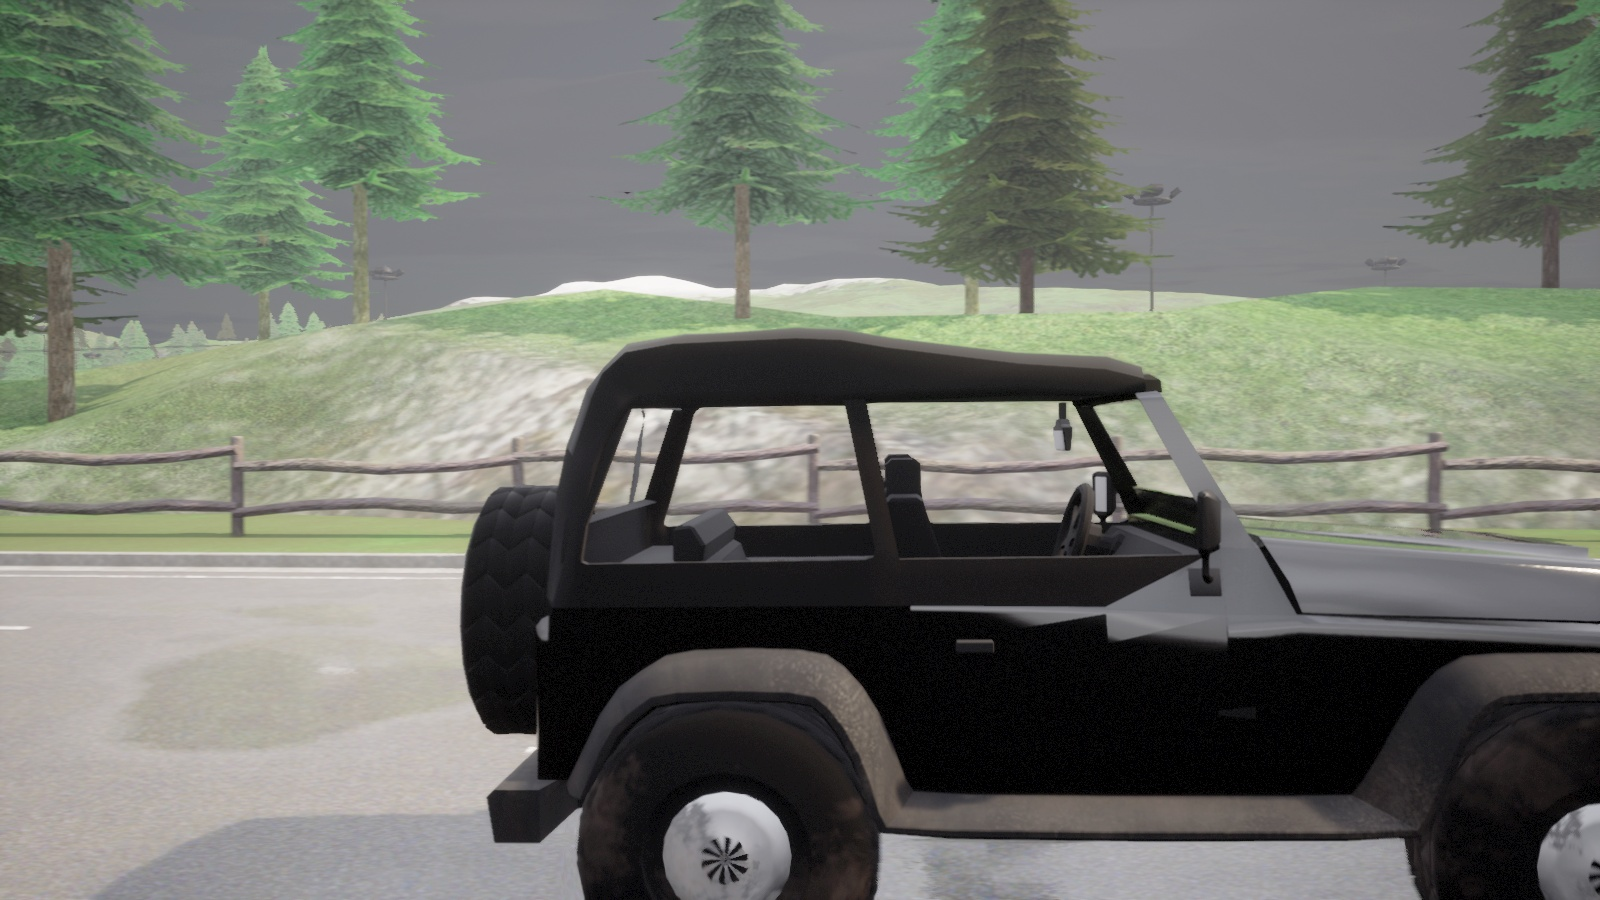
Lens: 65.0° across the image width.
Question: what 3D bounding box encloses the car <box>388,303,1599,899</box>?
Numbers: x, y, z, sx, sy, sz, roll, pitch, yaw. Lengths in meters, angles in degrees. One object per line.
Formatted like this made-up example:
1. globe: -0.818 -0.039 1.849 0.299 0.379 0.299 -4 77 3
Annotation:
1. car: 0.871 0.556 4.264 3.866 1.878 1.905 0 1 3

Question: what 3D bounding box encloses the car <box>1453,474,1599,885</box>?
1. car: 5.493 0.824 4.659 5.357 1.411 2.033 0 1 -12
